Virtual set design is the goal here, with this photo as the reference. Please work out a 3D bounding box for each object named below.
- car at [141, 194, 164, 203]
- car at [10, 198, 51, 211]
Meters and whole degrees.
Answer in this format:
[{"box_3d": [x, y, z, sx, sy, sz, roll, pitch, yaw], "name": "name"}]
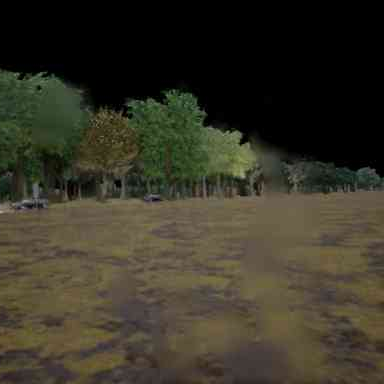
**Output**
[{"box_3d": [-7.309, 1.210, 61.603, 1.882, 1.535, 5.008, -3, -1, 36], "name": "car"}, {"box_3d": [-20.757, 1.584, 42.875, 1.837, 1.490, 4.892, -3, -1, 36], "name": "car"}]
